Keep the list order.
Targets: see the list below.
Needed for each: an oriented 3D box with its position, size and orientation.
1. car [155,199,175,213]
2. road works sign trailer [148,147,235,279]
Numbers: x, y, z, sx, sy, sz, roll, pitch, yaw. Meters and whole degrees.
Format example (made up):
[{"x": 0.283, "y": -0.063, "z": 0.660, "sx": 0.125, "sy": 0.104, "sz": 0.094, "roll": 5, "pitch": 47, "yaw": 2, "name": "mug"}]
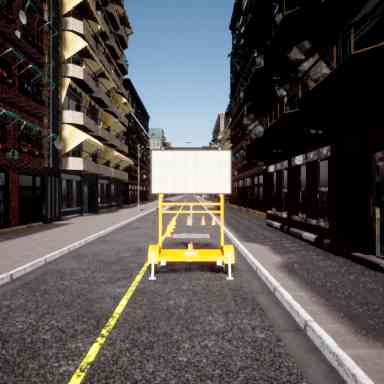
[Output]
[{"x": -2.835, "y": 1.544, "z": 36.614, "sx": 1.812, "sy": 1.442, "sz": 4.674, "roll": 0, "pitch": 0, "yaw": 0, "name": "car"}, {"x": -0.023, "y": 0.467, "z": 9.985, "sx": 2.380, "sy": 3.560, "sz": 2.880, "roll": 0, "pitch": 0, "yaw": 0, "name": "road works sign trailer"}]
